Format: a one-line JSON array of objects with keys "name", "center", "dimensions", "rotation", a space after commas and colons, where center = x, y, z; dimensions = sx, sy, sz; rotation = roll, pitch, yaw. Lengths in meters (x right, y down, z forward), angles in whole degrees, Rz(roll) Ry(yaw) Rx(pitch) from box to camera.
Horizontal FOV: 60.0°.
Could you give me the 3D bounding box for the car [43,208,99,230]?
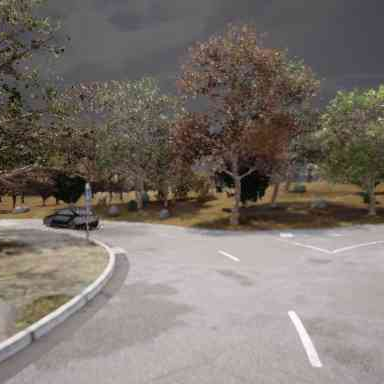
[{"name": "car", "center": [-8.568, 1.839, 23.497], "dimensions": [4.181, 1.385, 1.994], "rotation": [0, 0, 33]}]
